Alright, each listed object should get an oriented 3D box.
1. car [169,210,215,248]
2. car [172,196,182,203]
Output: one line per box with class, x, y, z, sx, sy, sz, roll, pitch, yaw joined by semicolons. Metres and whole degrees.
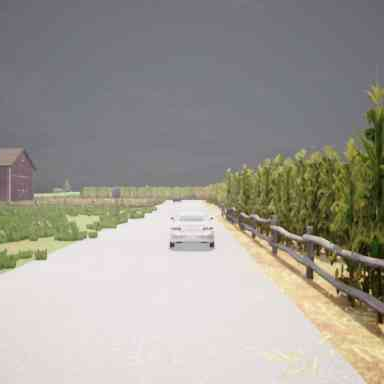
car;0.000;1.530;14.650;1.812;1.442;4.674;0;0;0
car;-3.100;1.531;69.885;2.033;1.411;5.357;0;0;0
